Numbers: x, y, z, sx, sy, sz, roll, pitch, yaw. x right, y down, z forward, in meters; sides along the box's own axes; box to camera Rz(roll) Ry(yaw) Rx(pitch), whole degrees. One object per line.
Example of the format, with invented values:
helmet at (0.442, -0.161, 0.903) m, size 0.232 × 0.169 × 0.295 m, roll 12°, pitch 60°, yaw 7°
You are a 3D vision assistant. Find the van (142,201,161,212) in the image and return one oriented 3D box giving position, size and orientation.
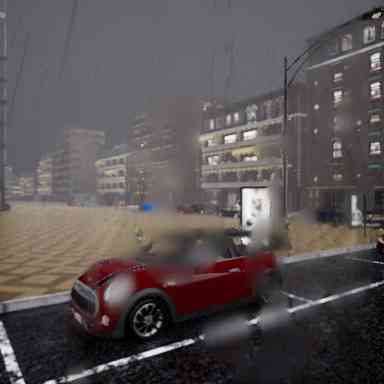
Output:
van at (-6.414, 2.321, 52.571) m, size 1.690 × 1.788 × 3.998 m, roll -1°, pitch 0°, yaw -36°

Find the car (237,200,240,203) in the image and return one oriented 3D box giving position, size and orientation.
car at (7.362, 1.923, 38.055) m, size 2.150 × 2.045 × 5.566 m, roll 0°, pitch -1°, yaw -36°

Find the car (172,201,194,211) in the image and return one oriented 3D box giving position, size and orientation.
car at (-1.590, 2.501, 60.250) m, size 1.967 × 1.590 × 4.097 m, roll -1°, pitch 0°, yaw -36°

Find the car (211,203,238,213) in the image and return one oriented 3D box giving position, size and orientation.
car at (5.010, 2.481, 51.275) m, size 1.802 × 1.307 × 4.206 m, roll -1°, pitch 0°, yaw -36°

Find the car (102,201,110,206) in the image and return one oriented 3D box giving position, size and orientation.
car at (-21.204, 3.114, 87.299) m, size 1.947 × 1.339 × 4.313 m, roll -1°, pitch 0°, yaw -36°

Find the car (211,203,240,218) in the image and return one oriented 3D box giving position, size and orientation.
car at (4.594, 2.256, 37.217) m, size 2.008 × 1.369 × 4.403 m, roll -1°, pitch 0°, yaw -36°

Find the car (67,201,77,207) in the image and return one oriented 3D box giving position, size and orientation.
car at (-31.259, 3.143, 86.891) m, size 1.887 × 1.381 × 4.507 m, roll -1°, pitch 0°, yaw -36°

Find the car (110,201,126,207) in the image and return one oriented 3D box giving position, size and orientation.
car at (-17.938, 2.907, 82.791) m, size 1.967 × 1.590 × 4.097 m, roll -1°, pitch 0°, yaw -36°

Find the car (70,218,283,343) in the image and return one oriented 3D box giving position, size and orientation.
car at (-0.177, 1.479, 6.444) m, size 4.097 × 1.590 × 1.967 m, roll 1°, pitch -1°, yaw -36°

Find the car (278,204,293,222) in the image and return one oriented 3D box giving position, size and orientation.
car at (7.863, 2.176, 32.708) m, size 2.008 × 1.369 × 4.403 m, roll -1°, pitch 0°, yaw -36°

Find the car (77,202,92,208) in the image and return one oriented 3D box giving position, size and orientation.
car at (-24.721, 2.985, 77.874) m, size 2.008 × 1.369 × 4.403 m, roll -1°, pitch 0°, yaw -36°

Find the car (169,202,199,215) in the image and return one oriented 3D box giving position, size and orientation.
car at (-1.491, 2.401, 45.687) m, size 1.887 × 1.381 × 4.507 m, roll -1°, pitch 0°, yaw -36°

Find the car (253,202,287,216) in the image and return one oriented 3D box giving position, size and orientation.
car at (10.275, 2.211, 44.098) m, size 1.967 × 1.590 × 4.097 m, roll -1°, pitch 0°, yaw -36°

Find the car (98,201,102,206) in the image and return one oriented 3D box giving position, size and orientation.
car at (-24.473, 3.174, 91.809) m, size 1.887 × 1.381 × 4.507 m, roll -1°, pitch 0°, yaw -36°

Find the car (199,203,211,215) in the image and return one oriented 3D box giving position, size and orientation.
car at (1.245, 2.358, 46.507) m, size 1.837 × 1.490 × 4.892 m, roll 0°, pitch -1°, yaw -36°

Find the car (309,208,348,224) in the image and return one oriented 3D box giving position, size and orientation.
car at (12.899, 2.130, 30.411) m, size 1.994 × 1.385 × 4.181 m, roll 0°, pitch -1°, yaw -36°

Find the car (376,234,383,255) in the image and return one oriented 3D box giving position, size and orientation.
car at (8.820, 1.747, 12.865) m, size 4.206 × 1.307 × 1.802 m, roll 1°, pitch -1°, yaw -36°

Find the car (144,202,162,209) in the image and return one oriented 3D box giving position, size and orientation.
car at (-8.129, 2.805, 69.264) m, size 1.802 × 1.307 × 4.206 m, roll -1°, pitch 0°, yaw -36°
